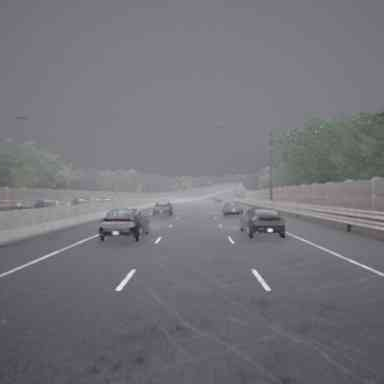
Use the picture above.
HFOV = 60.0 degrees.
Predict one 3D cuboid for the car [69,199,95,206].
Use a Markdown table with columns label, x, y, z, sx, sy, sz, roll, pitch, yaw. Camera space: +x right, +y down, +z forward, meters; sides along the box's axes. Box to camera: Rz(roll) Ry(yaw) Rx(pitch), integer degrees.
| label | x | y | z | sx | sy | sz | roll | pitch | yaw |
| --- | --- | --- | --- | --- | --- | --- | --- | --- | --- |
| car | -13.297 | 1.827 | 41.870 | 1.895 | 1.301 | 4.718 | 0 | 0 | 2 |

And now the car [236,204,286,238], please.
| label | x | y | z | sx | sy | sz | roll | pitch | yaw |
| --- | --- | --- | --- | --- | --- | --- | --- | --- | --- |
| car | 3.776 | 1.594 | 18.318 | 1.837 | 1.490 | 4.892 | 0 | 0 | 1 |

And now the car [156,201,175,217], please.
| label | x | y | z | sx | sy | sz | roll | pitch | yaw |
| --- | --- | --- | --- | --- | --- | --- | --- | --- | --- |
| car | -2.857 | 1.673 | 34.059 | 2.128 | 1.511 | 4.902 | 0 | 0 | 2 |

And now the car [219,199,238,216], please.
| label | x | y | z | sx | sy | sz | roll | pitch | yaw |
| --- | --- | --- | --- | --- | --- | --- | --- | --- | --- |
| car | 4.166 | 1.760 | 34.705 | 1.994 | 1.385 | 4.181 | 0 | 0 | 2 |

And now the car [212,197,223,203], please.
| label | x | y | z | sx | sy | sz | roll | pitch | yaw |
| --- | --- | --- | --- | --- | --- | --- | --- | --- | --- |
| car | 6.734 | 2.254 | 85.754 | 1.837 | 1.490 | 4.892 | 0 | -1 | 4 |

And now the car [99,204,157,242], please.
| label | x | y | z | sx | sy | sz | roll | pitch | yaw |
| --- | --- | --- | --- | --- | --- | --- | --- | --- | --- |
| car | -3.252 | 1.567 | 16.740 | 2.128 | 1.511 | 4.902 | 0 | 0 | 1 |

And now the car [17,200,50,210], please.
| label | x | y | z | sx | sy | sz | roll | pitch | yaw |
| --- | --- | --- | --- | --- | --- | --- | --- | --- | --- |
| car | -20.269 | 1.769 | 42.743 | 2.033 | 1.411 | 5.357 | 0 | 0 | 2 |

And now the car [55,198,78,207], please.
| label | x | y | z | sx | sy | sz | roll | pitch | yaw |
| --- | --- | --- | --- | --- | --- | --- | --- | --- | --- |
| car | -16.665 | 1.597 | 45.052 | 2.097 | 1.767 | 4.553 | 0 | 0 | 2 |
